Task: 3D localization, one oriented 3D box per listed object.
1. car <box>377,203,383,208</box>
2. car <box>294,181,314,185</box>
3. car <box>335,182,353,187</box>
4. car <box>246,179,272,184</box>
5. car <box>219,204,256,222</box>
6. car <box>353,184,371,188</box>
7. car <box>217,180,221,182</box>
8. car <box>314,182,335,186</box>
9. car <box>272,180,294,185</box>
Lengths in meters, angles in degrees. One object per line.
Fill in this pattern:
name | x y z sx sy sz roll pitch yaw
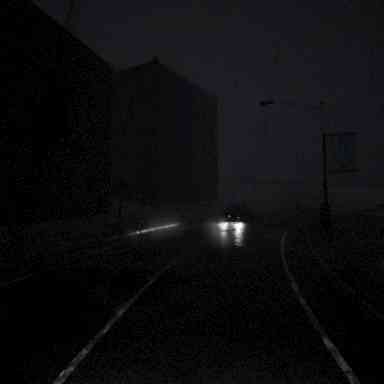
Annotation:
car | 33.278 2.002 55.253 5.357 1.411 2.033 0 -4 -25
car | 25.248 -1.796 77.579 4.674 1.452 2.002 2 -5 -16
car | 35.817 -1.641 80.878 4.553 1.767 2.185 2 -5 -18
car | 14.556 -2.093 74.735 4.892 1.521 2.231 1 -5 -14
car | 3.845 1.725 27.735 1.994 1.385 4.181 -2 -1 28
car | 41.222 -1.306 82.751 4.792 1.488 2.163 2 -5 -19
car | 3.956 -2.420 72.042 4.553 1.767 2.185 1 -5 -14
car | 30.562 -1.681 79.172 5.008 1.535 2.097 2 -5 -17
car | 19.902 -1.978 76.106 4.892 1.521 2.231 1 -5 -14
